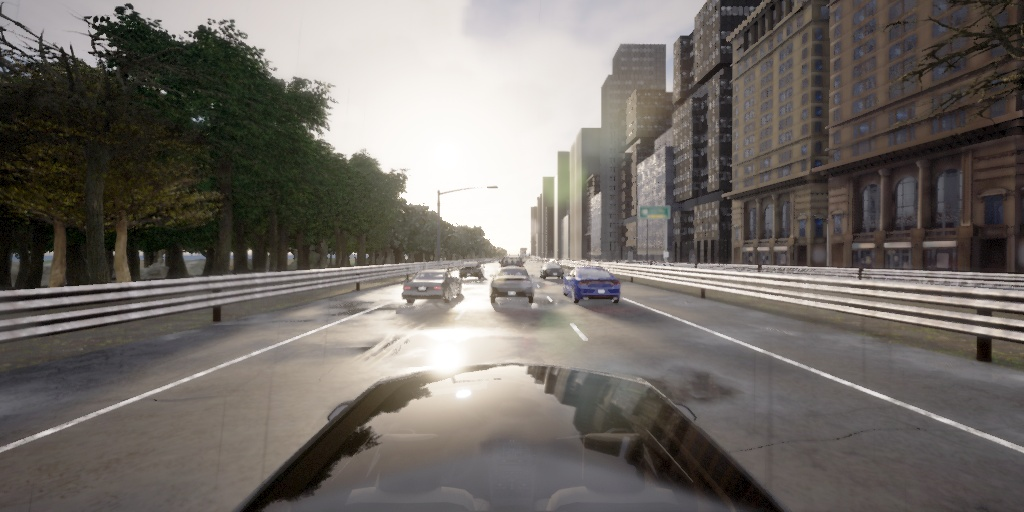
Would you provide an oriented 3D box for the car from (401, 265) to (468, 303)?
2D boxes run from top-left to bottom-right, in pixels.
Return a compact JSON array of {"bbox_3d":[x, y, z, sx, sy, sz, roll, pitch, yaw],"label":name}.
[{"bbox_3d":[-3.499,1.319,16.501,2.033,1.411,5.357,0,0,0],"label":"car"}]

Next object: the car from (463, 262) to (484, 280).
[{"bbox_3d":[-3.500,1.293,31.502,1.837,1.490,4.892,0,0,0],"label":"car"}]

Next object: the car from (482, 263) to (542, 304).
[{"bbox_3d":[0.000,1.251,16.501,2.128,1.511,4.902,0,0,0],"label":"car"}]

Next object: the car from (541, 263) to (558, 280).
[{"bbox_3d":[3.501,1.310,31.502,1.812,1.442,4.674,0,0,0],"label":"car"}]

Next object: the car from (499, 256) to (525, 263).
[{"bbox_3d":[0.001,1.034,31.532,2.150,2.045,5.566,0,0,0],"label":"car"}]

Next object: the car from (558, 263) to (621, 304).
[{"bbox_3d":[3.500,1.241,16.501,1.882,1.535,5.008,0,0,0],"label":"car"}]
